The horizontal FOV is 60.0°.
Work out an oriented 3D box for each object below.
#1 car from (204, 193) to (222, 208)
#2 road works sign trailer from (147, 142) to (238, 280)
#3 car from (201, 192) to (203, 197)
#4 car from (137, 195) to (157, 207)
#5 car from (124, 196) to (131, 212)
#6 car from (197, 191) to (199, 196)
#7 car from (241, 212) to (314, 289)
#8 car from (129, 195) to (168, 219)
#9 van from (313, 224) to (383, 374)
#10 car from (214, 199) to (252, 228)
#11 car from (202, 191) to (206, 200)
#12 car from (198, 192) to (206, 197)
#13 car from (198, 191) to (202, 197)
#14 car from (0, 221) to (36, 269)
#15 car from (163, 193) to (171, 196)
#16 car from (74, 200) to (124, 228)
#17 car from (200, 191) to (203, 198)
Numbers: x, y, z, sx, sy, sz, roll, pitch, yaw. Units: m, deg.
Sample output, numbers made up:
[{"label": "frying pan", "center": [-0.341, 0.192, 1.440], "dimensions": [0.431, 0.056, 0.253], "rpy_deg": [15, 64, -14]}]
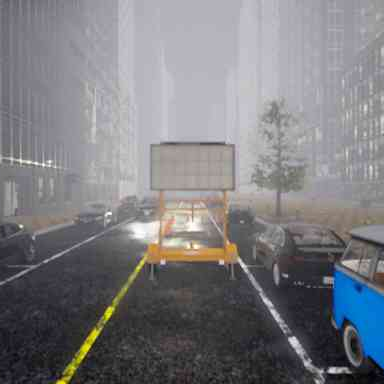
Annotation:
[{"label": "car", "center": [2.669, 1.164, 37.091], "dimensions": [2.008, 1.369, 4.403], "rpy_deg": [0, 1, 0]}, {"label": "road works sign trailer", "center": [0.016, 0.362, 9.598], "dimensions": [2.380, 3.560, 2.880], "rpy_deg": [0, 1, 0]}, {"label": "car", "center": [2.661, 1.041, 48.468], "dimensions": [1.887, 1.381, 4.507], "rpy_deg": [0, 1, 0]}, {"label": "car", "center": [-5.715, 1.105, 42.796], "dimensions": [2.008, 1.369, 4.403], "rpy_deg": [0, 1, 0]}, {"label": "car", "center": [-5.706, 1.112, 31.418], "dimensions": [1.967, 1.590, 4.097], "rpy_deg": [0, 1, 0]}, {"label": "car", "center": [2.641, 0.775, 76.911], "dimensions": [1.947, 1.339, 4.313], "rpy_deg": [0, 1, 0]}, {"label": "car", "center": [2.689, 1.459, 8.648], "dimensions": [2.008, 1.369, 4.403], "rpy_deg": [0, 1, 0]}, {"label": "car", "center": [-3.118, 1.223, 25.579], "dimensions": [2.128, 1.511, 4.902], "rpy_deg": [0, 1, 0]}, {"label": "van", "center": [2.695, 1.309, 2.958], "dimensions": [1.690, 1.788, 3.998], "rpy_deg": [0, 1, 0]}, {"label": "car", "center": [2.681, 1.340, 20.025], "dimensions": [2.008, 1.369, 4.403], "rpy_deg": [0, 1, 0]}, {"label": "car", "center": [2.666, 0.995, 42.778], "dimensions": [1.967, 1.590, 4.097], "rpy_deg": [0, 1, 0]}, {"label": "car", "center": [2.633, 0.619, 88.459], "dimensions": [1.752, 1.417, 4.829], "rpy_deg": [0, 1, 0]}, {"label": "car", "center": [2.653, 0.931, 59.846], "dimensions": [2.008, 1.369, 4.403], "rpy_deg": [0, 1, 0]}, {"label": "car", "center": [-5.691, 1.474, 8.663], "dimensions": [1.947, 1.339, 4.313], "rpy_deg": [0, 1, 0]}, {"label": "car", "center": [-5.731, 0.867, 65.551], "dimensions": [1.887, 1.381, 4.507], "rpy_deg": [0, 1, 0]}, {"label": "car", "center": [-5.699, 1.340, 20.040], "dimensions": [2.008, 1.369, 4.403], "rpy_deg": [0, 1, 0]}, {"label": "car", "center": [2.657, 1.020, 54.158], "dimensions": [1.802, 1.307, 4.206], "rpy_deg": [0, 1, 0]}]
